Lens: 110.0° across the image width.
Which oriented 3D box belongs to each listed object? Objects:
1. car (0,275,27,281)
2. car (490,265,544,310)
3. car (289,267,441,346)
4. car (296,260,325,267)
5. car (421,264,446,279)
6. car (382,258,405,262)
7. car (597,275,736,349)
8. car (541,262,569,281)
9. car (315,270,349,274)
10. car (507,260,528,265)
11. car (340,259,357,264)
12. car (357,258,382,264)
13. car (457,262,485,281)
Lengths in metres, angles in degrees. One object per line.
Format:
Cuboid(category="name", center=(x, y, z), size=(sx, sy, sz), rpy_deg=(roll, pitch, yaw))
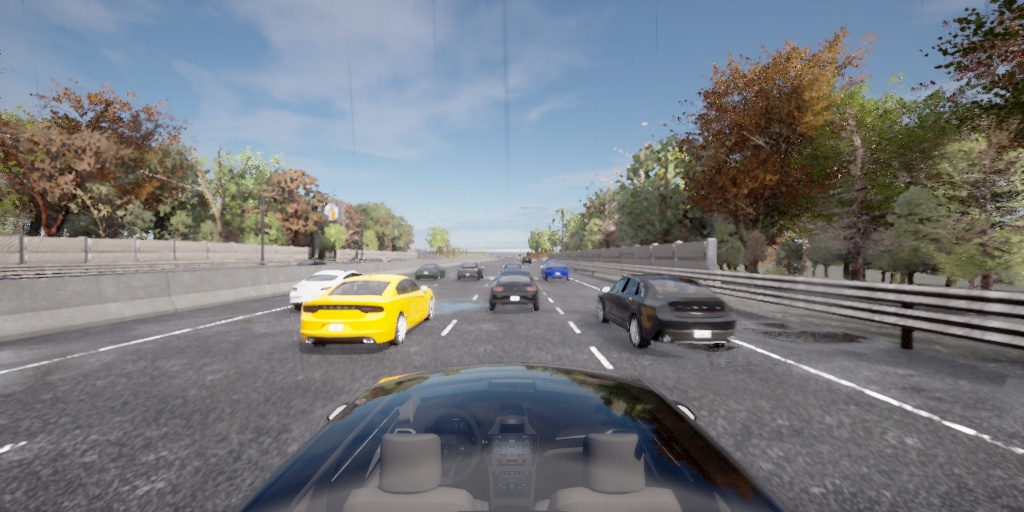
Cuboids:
Cuboid(category="car", center=(-17.601, 1.244, 10.669), size=(2.128, 1.511, 4.902), rpy_deg=(0, 0, 0))
Cuboid(category="car", center=(0.099, 1.280, 14.479), size=(1.812, 1.442, 4.674), rpy_deg=(0, 0, 0))
Cuboid(category="car", center=(-3.399, 1.229, 9.408), size=(1.882, 1.535, 5.008), rpy_deg=(0, 0, 0))
Cuboid(category="car", center=(-28.070, 1.260, 50.070), size=(1.882, 1.535, 5.008), rpy_deg=(0, 0, 0))
Cuboid(category="car", center=(-6.900, 1.329, 30.727), size=(1.994, 1.385, 4.181), rpy_deg=(0, 0, 0))
Cuboid(category="car", center=(-17.569, 1.140, 54.548), size=(2.097, 1.767, 4.553), rpy_deg=(0, 0, 0))
Cuboid(category="car", center=(3.545, 1.216, 9.123), size=(1.837, 1.490, 4.892), rpy_deg=(0, 0, 0))
Cuboid(category="car", center=(3.497, 1.216, 29.782), size=(1.882, 1.535, 5.008), rpy_deg=(0, 0, 0))
Cuboid(category="car", center=(-6.899, 1.280, 14.376), size=(1.812, 1.442, 4.674), rpy_deg=(0, 0, 0))
Cuboid(category="car", center=(0.100, 1.329, 30.776), size=(1.994, 1.385, 4.181), rpy_deg=(0, 0, 0))
Cuboid(category="car", center=(-24.558, 1.279, 54.566), size=(2.128, 1.511, 4.902), rpy_deg=(0, 0, 1))
Cuboid(category="car", center=(-21.067, 1.140, 54.457), size=(2.097, 1.767, 4.553), rpy_deg=(0, 0, 0))
Cuboid(category="car", center=(-3.401, 1.256, 30.061), size=(2.128, 1.511, 4.902), rpy_deg=(0, 0, 0))
